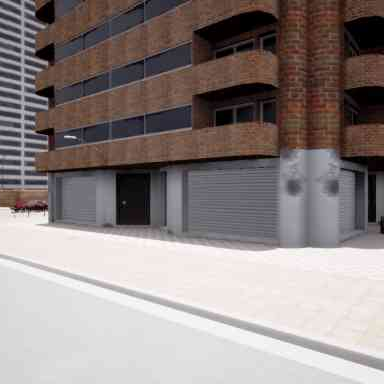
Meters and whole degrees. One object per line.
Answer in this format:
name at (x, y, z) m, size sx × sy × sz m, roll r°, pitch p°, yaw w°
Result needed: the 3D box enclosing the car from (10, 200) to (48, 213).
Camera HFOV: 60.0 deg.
car at (-17.894, 1.601, 37.672) m, size 1.895 × 1.301 × 4.718 m, roll 0°, pitch 0°, yaw 39°
